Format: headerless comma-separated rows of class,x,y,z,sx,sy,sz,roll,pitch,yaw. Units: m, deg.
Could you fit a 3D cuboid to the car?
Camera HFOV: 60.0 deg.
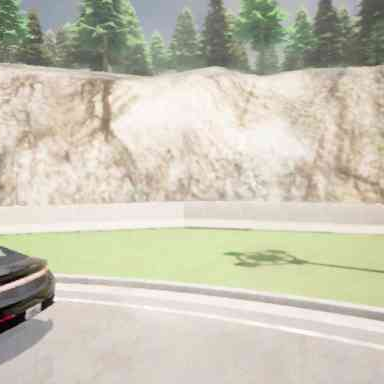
car,-4.530,1.427,4.974,4.902,1.511,2.128,-1,1,11
